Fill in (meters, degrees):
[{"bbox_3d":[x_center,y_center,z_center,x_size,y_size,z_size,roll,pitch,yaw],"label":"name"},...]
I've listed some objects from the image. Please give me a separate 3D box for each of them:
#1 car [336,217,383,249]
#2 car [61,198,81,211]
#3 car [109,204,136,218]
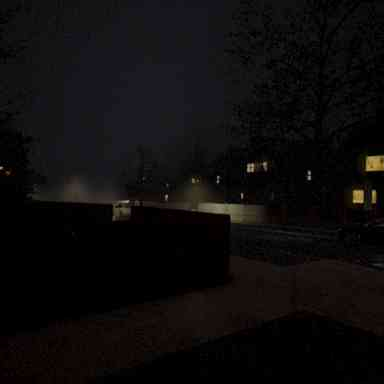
[{"bbox_3d":[8.210,1.631,13.093,2.128,1.511,4.902,2,-2,-35],"label":"car"},{"bbox_3d":[-19.156,1.924,52.463,2.150,2.045,5.566,2,-2,-35],"label":"car"},{"bbox_3d":[-7.170,1.960,35.211,1.812,1.442,4.674,2,-2,-35],"label":"car"}]
